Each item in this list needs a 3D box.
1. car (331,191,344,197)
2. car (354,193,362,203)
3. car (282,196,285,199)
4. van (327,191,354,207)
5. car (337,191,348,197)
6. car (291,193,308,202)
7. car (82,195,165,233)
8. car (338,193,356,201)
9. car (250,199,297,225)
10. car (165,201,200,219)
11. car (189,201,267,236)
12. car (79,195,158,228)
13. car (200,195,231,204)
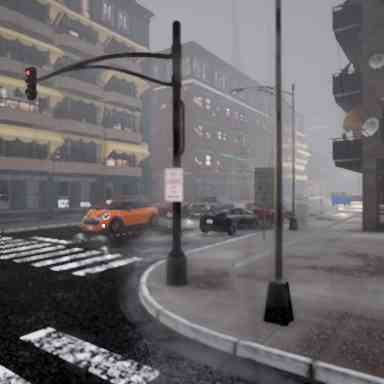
[{"bbox_3d":[33.702,0.479,77.027,1.802,1.307,4.206,1,1,35],"label":"car"},{"bbox_3d":[24.493,0.836,49.397,1.887,1.381,4.507,1,1,35],"label":"car"},{"bbox_3d":[11.249,1.022,45.147,1.947,1.339,4.313,1,1,35],"label":"car"},{"bbox_3d":[18.078,0.792,40.285,1.690,1.788,3.998,1,1,35],"label":"van"},{"bbox_3d":[36.910,0.400,81.582,1.802,1.307,4.206,1,1,35],"label":"car"},{"bbox_3d":[17.664,0.862,54.255,1.947,1.339,4.313,1,1,35],"label":"car"},{"bbox_3d":[-3.976,1.240,19.052,2.097,1.767,4.553,0,1,35],"label":"car"},{"bbox_3d":[26.536,0.790,56.815,1.895,1.301,4.718,0,1,35],"label":"car"},{"bbox_3d":[5.247,1.354,22.072,1.802,1.307,4.206,1,1,35],"label":"car"},{"bbox_3d":[-1.581,1.321,26.930,1.887,1.381,4.507,1,1,35],"label":"car"},{"bbox_3d":[2.039,1.418,17.517,1.947,1.339,4.313,1,1,35],"label":"car"},{"bbox_3d":[-4.788,1.172,22.370,2.192,1.841,5.009,1,1,35],"label":"car"},{"bbox_3d":[1.609,1.099,26.982,2.097,1.767,4.553,0,1,35],"label":"car"}]
